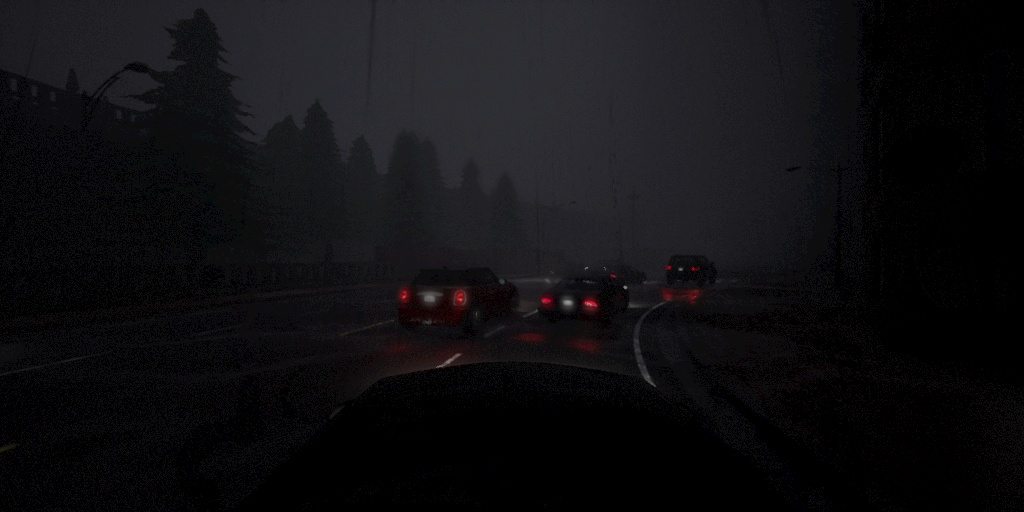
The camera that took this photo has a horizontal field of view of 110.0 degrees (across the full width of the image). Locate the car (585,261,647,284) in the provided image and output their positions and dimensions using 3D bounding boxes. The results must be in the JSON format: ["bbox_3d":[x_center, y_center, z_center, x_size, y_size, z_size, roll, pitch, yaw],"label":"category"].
[{"bbox_3d":[7.284,1.259,24.066,2.033,1.411,5.357,0,0,40],"label":"car"}]

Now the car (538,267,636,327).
[{"bbox_3d":[2.548,1.275,11.640,2.033,1.411,5.357,0,0,26],"label":"car"}]

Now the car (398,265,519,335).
[{"bbox_3d":[-1.339,1.074,10.830,2.097,1.767,4.553,0,0,19],"label":"car"}]

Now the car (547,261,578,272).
[{"bbox_3d":[5.102,1.176,32.496,2.128,1.511,4.902,0,0,41],"label":"car"}]

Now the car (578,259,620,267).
[{"bbox_3d":[7.934,1.047,30.415,2.097,1.767,4.553,0,0,41],"label":"car"}]

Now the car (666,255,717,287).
[{"bbox_3d":[12.402,0.944,24.684,2.150,2.045,5.566,0,0,41],"label":"car"}]
